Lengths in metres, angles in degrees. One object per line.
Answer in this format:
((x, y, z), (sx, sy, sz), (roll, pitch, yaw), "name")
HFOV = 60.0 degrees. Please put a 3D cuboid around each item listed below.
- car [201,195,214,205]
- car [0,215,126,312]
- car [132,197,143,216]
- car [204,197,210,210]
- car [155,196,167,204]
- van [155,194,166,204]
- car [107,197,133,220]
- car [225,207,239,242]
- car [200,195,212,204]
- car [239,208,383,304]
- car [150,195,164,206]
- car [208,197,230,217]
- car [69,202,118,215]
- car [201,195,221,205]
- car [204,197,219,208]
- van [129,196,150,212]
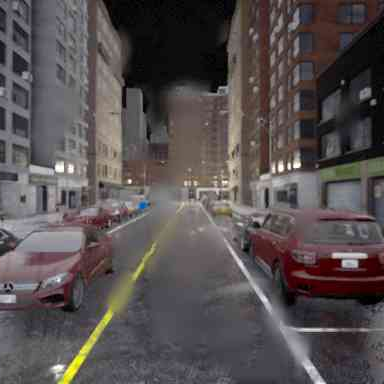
((2.648, 1.385, 57.372), (1.967, 1.590, 4.097), (1, 0, 0), "car")
((-3.024, 1.505, 7.806), (1.812, 1.442, 4.674), (0, 0, 0), "car")
((-5.863, 1.467, 29.787), (1.752, 1.417, 4.829), (1, 0, 0), "car")
((2.657, 1.488, 35.442), (2.008, 1.369, 4.403), (1, 0, 0), "car")
((-5.881, 1.494, 62.852), (1.887, 1.381, 4.507), (1, 0, 0), "car")
((-5.877, 1.287, 57.369), (1.690, 1.788, 3.998), (1, 0, 0), "van")
((-5.860, 1.388, 24.477), (1.967, 1.590, 4.097), (1, 0, 0), "car")
((2.670, 1.517, 13.512), (2.008, 1.369, 4.403), (1, 0, 0), "car")
((2.645, 1.389, 62.855), (1.967, 1.590, 4.097), (1, 0, 0), "car")
((2.675, 1.293, 8.029), (2.192, 1.841, 5.009), (1, 0, 0), "car")
((-5.876, 1.508, 51.887), (1.947, 1.339, 4.313), (1, 0, 0), "car")
((2.661, 1.466, 30.128), (1.752, 1.417, 4.829), (1, 0, 0), "car")
((-5.858, 1.500, 18.994), (1.887, 1.381, 4.507), (1, 0, 0), "car")
((2.657, 1.252, 40.923), (2.192, 1.841, 5.009), (1, 0, 0), "car")
((2.652, 1.464, 46.577), (1.752, 1.417, 4.829), (1, 0, 0), "car")
((-5.865, 1.279, 35.440), (1.690, 1.788, 3.998), (1, 0, 0), "van")
